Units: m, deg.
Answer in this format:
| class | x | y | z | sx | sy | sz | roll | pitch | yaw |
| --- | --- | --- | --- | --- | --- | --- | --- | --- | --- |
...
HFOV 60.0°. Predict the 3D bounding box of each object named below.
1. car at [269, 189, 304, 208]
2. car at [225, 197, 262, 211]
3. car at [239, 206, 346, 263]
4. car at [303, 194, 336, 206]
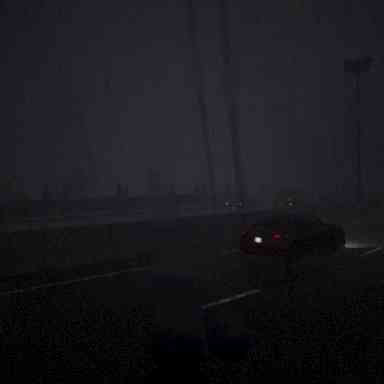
| class | x | y | z | sx | sy | sz | roll | pitch | yaw |
| --- | --- | --- | --- | --- | --- | --- | --- | --- | --- |
| car | 10.271 | 0.735 | 34.916 | 2.150 | 2.045 | 5.566 | 0 | 1 | 35 |
| car | 5.336 | 1.201 | 34.054 | 1.895 | 1.301 | 4.718 | -1 | 0 | 37 |
| car | 3.524 | 1.386 | 11.428 | 4.181 | 1.385 | 1.994 | -2 | 1 | -41 |
| car | 12.665 | 1.017 | 32.337 | 1.812 | 1.442 | 4.674 | -1 | 1 | 35 |
